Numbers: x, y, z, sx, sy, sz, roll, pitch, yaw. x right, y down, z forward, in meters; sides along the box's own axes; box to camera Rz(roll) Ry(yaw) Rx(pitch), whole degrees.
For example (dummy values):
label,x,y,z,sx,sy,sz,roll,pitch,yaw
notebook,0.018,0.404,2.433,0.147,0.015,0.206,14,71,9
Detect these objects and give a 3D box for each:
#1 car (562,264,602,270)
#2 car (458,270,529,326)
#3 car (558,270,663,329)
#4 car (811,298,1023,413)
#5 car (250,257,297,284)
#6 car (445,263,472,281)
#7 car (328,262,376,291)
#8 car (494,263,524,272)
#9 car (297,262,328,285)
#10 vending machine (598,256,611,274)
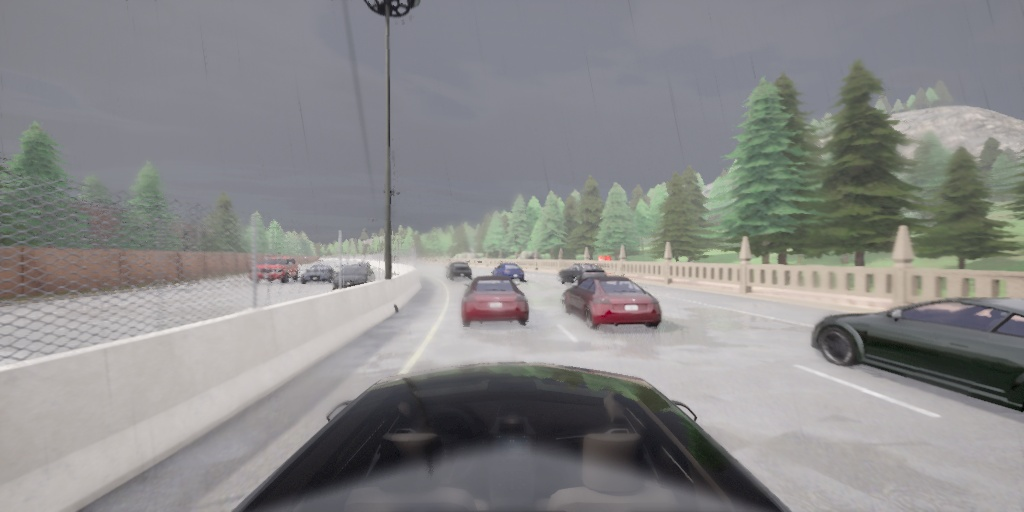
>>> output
label,x,y,z,sx,sy,sz,roll,pitch,yaw
car,4.545,1.248,23.667,2.128,1.511,4.902,0,0,-12
car,-0.632,1.329,11.838,1.994,1.385,4.181,0,0,-6
car,2.923,1.313,11.268,1.994,1.385,4.181,0,0,-5
car,6.838,1.289,5.217,1.994,1.385,4.181,0,0,-2
car,-18.547,1.082,28.355,2.150,2.045,5.566,0,0,-18
car,-4.689,1.310,31.396,1.837,1.490,4.892,0,0,-17
car,-9.652,1.320,22.283,1.837,1.490,4.892,0,0,-13
car,-0.336,1.309,28.870,1.812,1.442,4.674,0,0,-15
car,-14.672,1.407,27.551,1.994,1.385,4.181,0,0,-17
vending machine,9.410,0.946,36.402,1.100,2.100,0.880,0,0,-18
